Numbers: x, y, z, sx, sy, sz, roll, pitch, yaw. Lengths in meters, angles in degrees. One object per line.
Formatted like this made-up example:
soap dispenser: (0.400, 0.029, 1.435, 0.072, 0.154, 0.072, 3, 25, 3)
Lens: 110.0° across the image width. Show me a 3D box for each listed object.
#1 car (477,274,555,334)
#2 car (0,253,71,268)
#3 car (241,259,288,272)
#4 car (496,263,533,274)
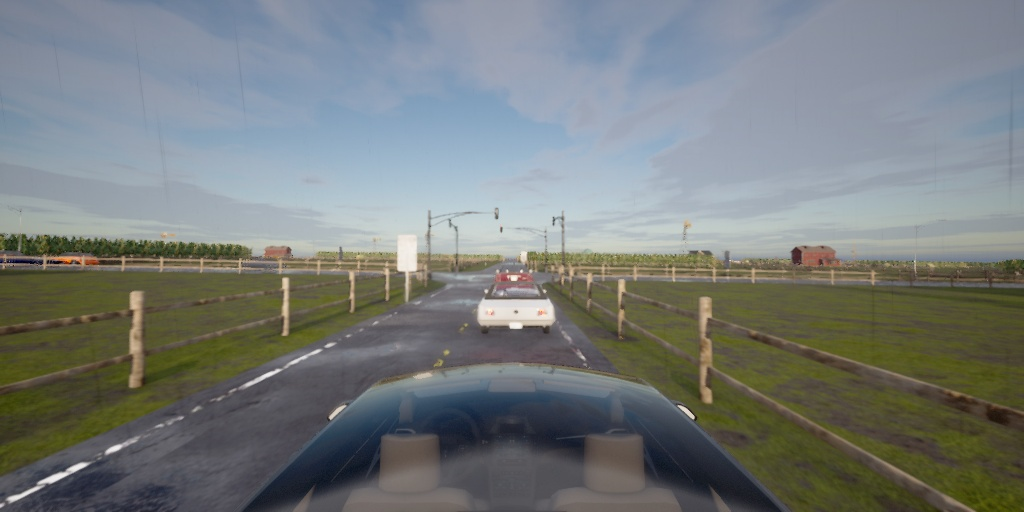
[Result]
car: (0.100, 1.387, 10.781, 1.895, 1.301, 4.718, 0, 0, 0)
car: (-50.500, 0.597, 37.936, 4.718, 1.301, 1.895, 1, 0, 1)
car: (-26.102, 0.997, 37.876, 4.181, 1.385, 1.994, 1, 0, 0)
car: (0.128, 1.177, 20.325, 2.097, 1.767, 4.553, 0, 0, 1)
